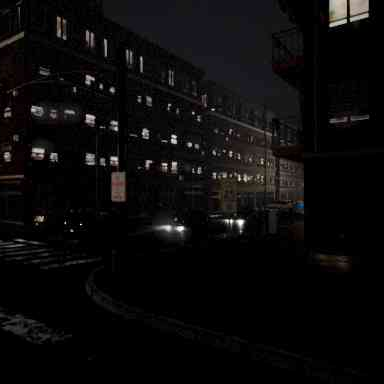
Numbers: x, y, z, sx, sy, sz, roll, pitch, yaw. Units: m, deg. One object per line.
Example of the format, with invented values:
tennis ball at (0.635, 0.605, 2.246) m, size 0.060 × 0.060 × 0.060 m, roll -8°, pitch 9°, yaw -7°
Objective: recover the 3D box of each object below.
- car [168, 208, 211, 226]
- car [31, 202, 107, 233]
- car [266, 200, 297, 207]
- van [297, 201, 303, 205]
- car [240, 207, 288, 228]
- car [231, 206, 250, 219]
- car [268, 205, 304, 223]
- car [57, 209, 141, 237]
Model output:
car at (-0.150, 2.013, 27.759) m, size 1.994 × 1.385 × 4.181 m, roll 0°, pitch -1°, yaw 34°
car at (-7.651, 1.603, 21.569) m, size 2.192 × 1.841 × 5.009 m, roll -1°, pitch -2°, yaw 35°
car at (11.739, 2.049, 44.680) m, size 2.150 × 2.045 × 5.566 m, roll 0°, pitch -1°, yaw 35°
van at (18.399, 2.463, 58.836) m, size 1.690 × 1.788 × 3.998 m, roll -1°, pitch -2°, yaw 35°
car at (5.739, 2.047, 26.146) m, size 1.802 × 1.307 × 4.206 m, roll -2°, pitch -2°, yaw 35°
car at (5.563, 2.195, 35.935) m, size 1.994 × 1.385 × 4.181 m, roll 0°, pitch -1°, yaw 34°
car at (8.995, 2.120, 30.807) m, size 2.008 × 1.369 × 4.403 m, roll -2°, pitch -2°, yaw 35°
car at (-5.390, 1.884, 20.286) m, size 1.895 × 1.301 × 4.718 m, roll 0°, pitch -1°, yaw 36°
